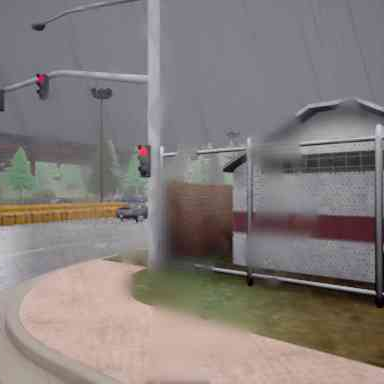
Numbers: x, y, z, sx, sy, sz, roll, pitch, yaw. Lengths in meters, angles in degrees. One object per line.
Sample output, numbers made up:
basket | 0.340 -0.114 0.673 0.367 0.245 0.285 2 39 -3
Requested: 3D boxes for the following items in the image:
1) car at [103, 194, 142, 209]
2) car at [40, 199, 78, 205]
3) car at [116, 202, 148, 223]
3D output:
car | -10.003 1.292 48.270 2.150 2.045 5.566 0 0 33
car | -15.817 1.575 39.573 1.837 1.490 4.892 0 0 34
car | -3.715 1.527 25.832 2.128 1.511 4.902 0 0 34
